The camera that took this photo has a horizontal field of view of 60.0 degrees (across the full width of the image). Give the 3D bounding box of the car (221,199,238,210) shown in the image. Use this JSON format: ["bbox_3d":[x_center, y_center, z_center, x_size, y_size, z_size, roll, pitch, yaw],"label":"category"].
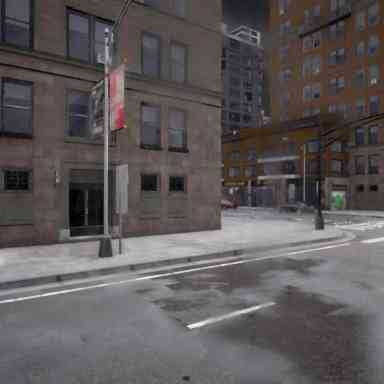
[{"bbox_3d":[4.164,1.594,43.257,1.802,1.307,4.206,0,0,-35],"label":"car"}]

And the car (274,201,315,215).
[{"bbox_3d":[10.520,1.580,34.251,1.947,1.339,4.313,0,0,-35],"label":"car"}]
